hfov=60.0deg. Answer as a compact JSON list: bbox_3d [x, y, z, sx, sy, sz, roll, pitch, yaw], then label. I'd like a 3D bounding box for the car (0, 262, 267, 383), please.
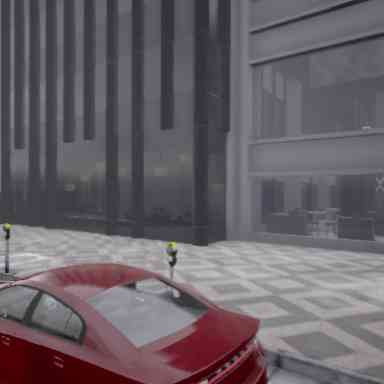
[{"bbox_3d":[-1.387,1.544,3.947,4.507,1.381,1.887,0,0,36],"label":"car"}]
